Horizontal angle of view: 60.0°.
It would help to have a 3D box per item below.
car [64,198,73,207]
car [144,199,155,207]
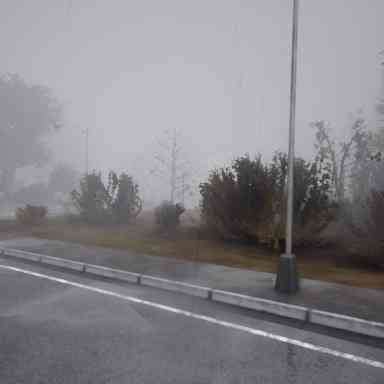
[{"bbox_3d":[-15.115,1.163,44.684,2.097,1.767,4.553,2,-2,20],"label":"car"},{"bbox_3d":[-8.651,2.137,62.280,2.128,1.511,4.902,2,-2,20],"label":"car"}]
